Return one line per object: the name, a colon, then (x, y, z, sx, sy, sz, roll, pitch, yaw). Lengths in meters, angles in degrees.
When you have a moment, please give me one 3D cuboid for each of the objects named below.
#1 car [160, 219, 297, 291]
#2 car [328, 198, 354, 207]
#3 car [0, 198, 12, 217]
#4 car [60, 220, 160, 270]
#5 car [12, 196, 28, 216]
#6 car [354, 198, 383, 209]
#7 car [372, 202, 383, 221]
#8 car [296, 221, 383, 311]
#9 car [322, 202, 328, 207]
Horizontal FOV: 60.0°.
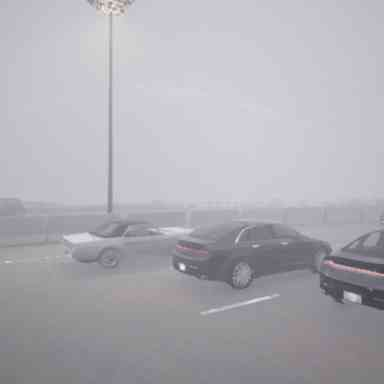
car: (1.814, 1.494, 9.039, 4.892, 1.490, 1.837, 0, 0, -33)
car: (20.341, 1.489, 42.206, 4.902, 1.511, 2.128, 0, 0, -21)
car: (-15.470, 1.398, 22.928, 4.902, 1.511, 2.128, 0, 0, -35)
car: (-1.688, 1.575, 10.952, 4.718, 1.301, 1.895, 0, 0, -34)
car: (-15.877, 1.250, 26.889, 4.553, 1.767, 2.097, 0, 0, -34)
car: (21.901, 1.512, 39.064, 4.892, 1.490, 1.837, 0, 0, -21)
car: (13.206, 1.516, 19.615, 4.892, 1.490, 1.837, 0, 0, -27)
car: (4.647, 1.495, 6.689, 4.902, 1.511, 2.128, 0, 0, -32)
car: (20.400, 1.592, 46.012, 4.718, 1.301, 1.895, 0, 0, -21)
